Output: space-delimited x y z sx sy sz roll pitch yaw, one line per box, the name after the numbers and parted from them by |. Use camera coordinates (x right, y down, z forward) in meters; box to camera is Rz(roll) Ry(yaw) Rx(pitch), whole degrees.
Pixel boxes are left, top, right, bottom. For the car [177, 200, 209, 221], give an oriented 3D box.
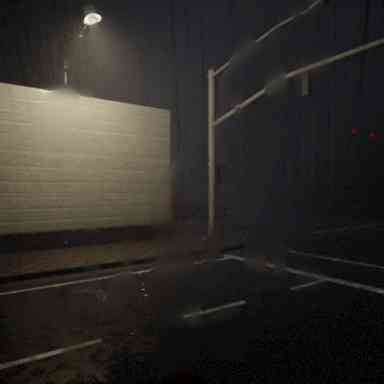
-0.783 1.547 27.389 1.812 1.442 4.674 0 0 -36 | car

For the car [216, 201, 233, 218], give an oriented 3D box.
1.660 1.504 29.989 2.128 1.511 4.902 0 0 -36 | car
